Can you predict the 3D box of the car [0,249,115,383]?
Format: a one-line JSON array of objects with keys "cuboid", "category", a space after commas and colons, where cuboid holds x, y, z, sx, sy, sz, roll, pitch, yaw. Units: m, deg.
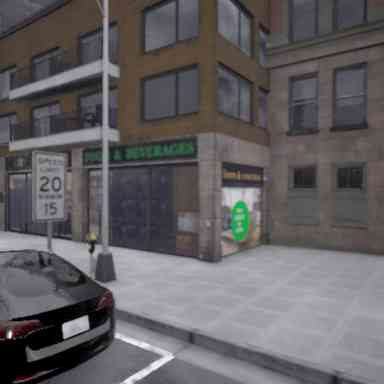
[{"cuboid": [-2.993, 1.540, 4.950, 4.313, 1.339, 1.947, 0, 0, 36], "category": "car"}]
